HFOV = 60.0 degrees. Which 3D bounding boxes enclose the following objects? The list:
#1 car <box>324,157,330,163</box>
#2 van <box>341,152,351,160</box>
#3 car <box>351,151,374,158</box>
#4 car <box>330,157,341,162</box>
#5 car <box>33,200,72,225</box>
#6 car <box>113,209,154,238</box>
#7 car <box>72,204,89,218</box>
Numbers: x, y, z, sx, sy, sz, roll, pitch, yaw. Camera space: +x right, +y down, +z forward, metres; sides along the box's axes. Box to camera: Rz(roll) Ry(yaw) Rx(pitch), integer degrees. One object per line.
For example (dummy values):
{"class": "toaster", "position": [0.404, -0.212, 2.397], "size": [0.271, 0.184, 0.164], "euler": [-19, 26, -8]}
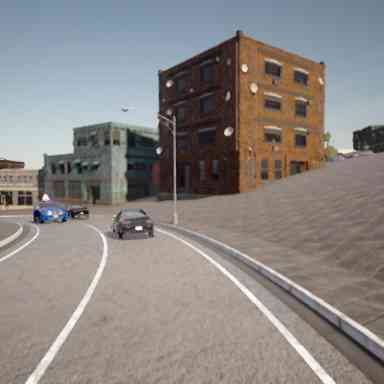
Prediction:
{"class": "car", "position": [29.190, -6.329, 69.175], "size": [2.435, 2.045, 5.566], "euler": [0, 1, 5]}
{"class": "van", "position": [28.160, -6.029, 58.096], "size": [1.878, 1.987, 4.442], "euler": [0, 1, 5]}
{"class": "car", "position": [27.660, -5.661, 52.730], "size": [2.231, 1.521, 4.892], "euler": [0, 2, 5]}
{"class": "car", "position": [28.684, -5.905, 63.720], "size": [2.002, 1.452, 4.674], "euler": [0, 1, 5]}
{"class": "car", "position": [-13.024, 1.796, 30.378], "size": [2.150, 2.045, 5.566], "euler": [-1, -1, -34]}
{"class": "car", "position": [-3.333, 1.654, 18.505], "size": [1.812, 1.442, 4.674], "euler": [-1, -1, -18]}
{"class": "car", "position": [-12.904, 2.134, 36.443], "size": [1.882, 1.535, 5.008], "euler": [-2, -1, -37]}
